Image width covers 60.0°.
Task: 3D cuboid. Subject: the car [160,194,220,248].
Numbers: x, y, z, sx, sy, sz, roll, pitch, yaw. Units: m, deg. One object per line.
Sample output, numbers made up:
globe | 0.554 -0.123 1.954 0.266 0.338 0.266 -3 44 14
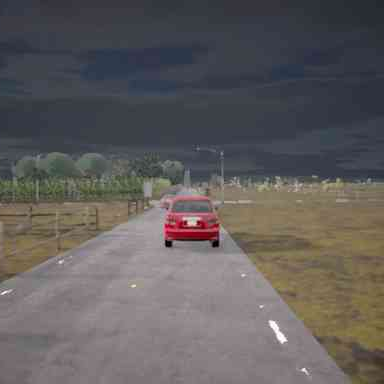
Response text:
car | 0.000 1.197 14.676 2.150 2.045 5.566 0 0 0

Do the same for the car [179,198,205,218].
car | 0.000 1.370 29.644 2.033 1.411 5.357 0 1 0

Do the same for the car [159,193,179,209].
car | -2.750 1.035 40.670 2.097 1.767 4.553 0 1 0
